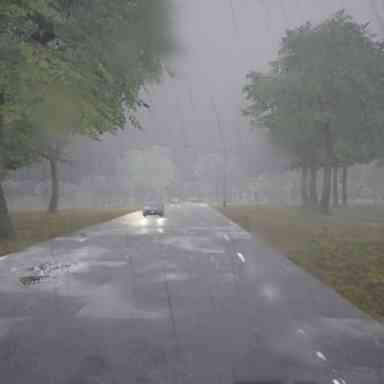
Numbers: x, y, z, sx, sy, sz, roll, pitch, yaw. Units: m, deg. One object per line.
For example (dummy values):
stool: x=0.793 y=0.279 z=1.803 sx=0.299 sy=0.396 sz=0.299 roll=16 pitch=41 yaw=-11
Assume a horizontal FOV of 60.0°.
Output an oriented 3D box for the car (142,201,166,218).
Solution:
car: x=-3.605 y=1.638 z=32.175 sx=1.837 sy=1.490 sz=4.892 roll=0 pitch=0 yaw=0

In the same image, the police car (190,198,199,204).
police car: x=1.022 y=2.365 z=91.002 sx=1.930 sy=1.638 sz=5.238 roll=0 pitch=-1 yaw=0

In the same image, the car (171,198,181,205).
car: x=-3.524 y=2.036 z=73.526 sx=1.812 sy=1.442 sz=4.674 roll=0 pitch=-1 yaw=0
